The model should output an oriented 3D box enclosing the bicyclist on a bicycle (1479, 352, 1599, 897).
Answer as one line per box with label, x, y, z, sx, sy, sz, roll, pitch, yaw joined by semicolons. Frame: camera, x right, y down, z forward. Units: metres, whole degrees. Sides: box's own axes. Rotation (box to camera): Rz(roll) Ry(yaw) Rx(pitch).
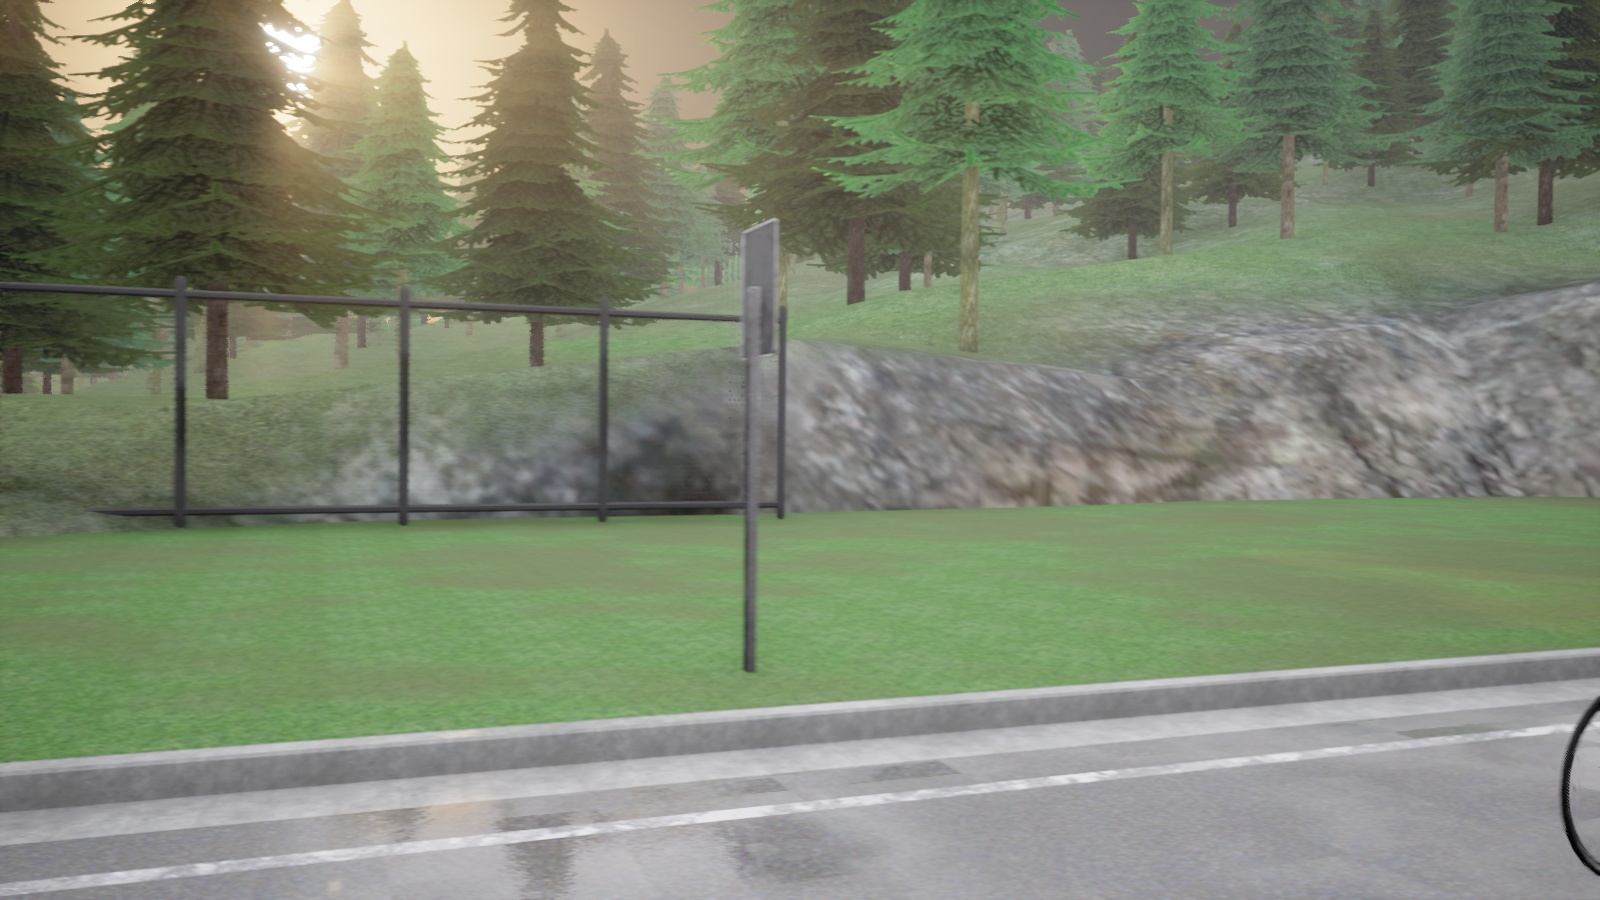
bicyclist on a bicycle;3.421;0.558;4.536;1.843;1.776;0.659;-1;1;-21
